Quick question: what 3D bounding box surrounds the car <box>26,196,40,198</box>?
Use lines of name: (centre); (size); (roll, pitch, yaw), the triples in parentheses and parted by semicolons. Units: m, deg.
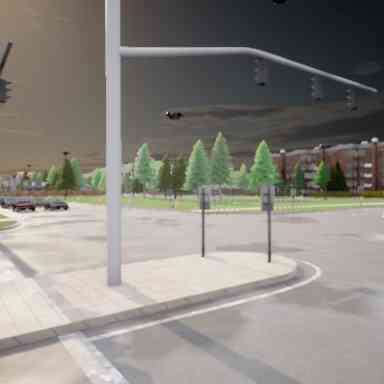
car: (-22.163, 1.454, 47.939); (1.837, 1.490, 4.892); (0, 0, -36)

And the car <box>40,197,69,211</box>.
car: (-16.359, 1.497, 39.953); (2.033, 1.411, 5.357); (0, 0, -36)

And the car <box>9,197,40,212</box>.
car: (-19.143, 1.568, 37.840); (1.895, 1.301, 4.718); (0, 0, -36)

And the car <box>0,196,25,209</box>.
car: (-24.560, 1.472, 45.278); (1.837, 1.490, 4.892); (0, 0, -36)

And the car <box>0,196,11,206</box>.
car: (-30.406, 1.472, 53.357); (1.837, 1.490, 4.892); (0, 0, -36)
